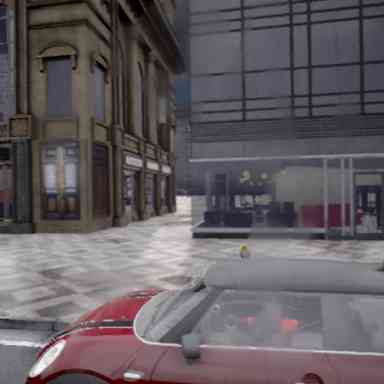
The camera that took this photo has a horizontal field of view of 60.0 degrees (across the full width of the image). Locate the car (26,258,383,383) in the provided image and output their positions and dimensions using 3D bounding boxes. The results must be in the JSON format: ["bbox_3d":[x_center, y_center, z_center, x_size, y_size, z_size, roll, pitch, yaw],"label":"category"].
[{"bbox_3d":[0.501,1.430,3.305,4.097,1.590,1.967,-1,0,10],"label":"car"}]
